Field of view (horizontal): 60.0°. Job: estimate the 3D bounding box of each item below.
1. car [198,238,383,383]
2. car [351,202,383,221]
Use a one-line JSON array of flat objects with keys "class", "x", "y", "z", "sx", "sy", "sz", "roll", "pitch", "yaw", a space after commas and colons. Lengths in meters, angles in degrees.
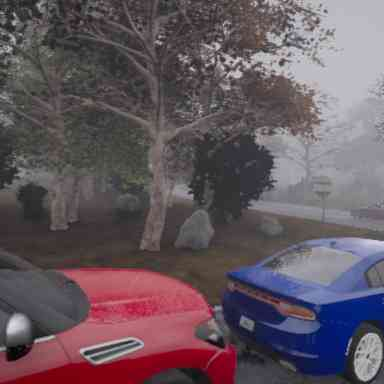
[{"class": "car", "x": 2.834, "y": 1.498, "z": 5.389, "sx": 5.008, "sy": 1.535, "sz": 2.097, "roll": 0, "pitch": 0, "yaw": -30}, {"class": "car", "x": 13.057, "y": 1.372, "z": 22.394, "sx": 1.812, "sy": 1.442, "sz": 4.674, "roll": 3, "pitch": 2, "yaw": -22}]
